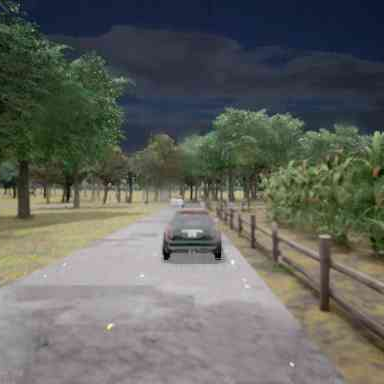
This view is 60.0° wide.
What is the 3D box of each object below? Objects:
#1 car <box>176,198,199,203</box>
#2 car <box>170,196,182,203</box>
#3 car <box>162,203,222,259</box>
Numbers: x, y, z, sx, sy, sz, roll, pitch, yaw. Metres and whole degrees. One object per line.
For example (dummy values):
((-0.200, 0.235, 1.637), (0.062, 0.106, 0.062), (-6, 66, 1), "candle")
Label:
((0.020, 1.634, 28.409), (2.097, 1.767, 4.553), (0, -1, 1), "car")
((-2.766, 1.775, 61.467), (2.150, 2.045, 5.566), (0, -1, 0), "car")
((0.023, 1.491, 13.413), (2.097, 1.767, 4.553), (0, -1, 1), "car")
